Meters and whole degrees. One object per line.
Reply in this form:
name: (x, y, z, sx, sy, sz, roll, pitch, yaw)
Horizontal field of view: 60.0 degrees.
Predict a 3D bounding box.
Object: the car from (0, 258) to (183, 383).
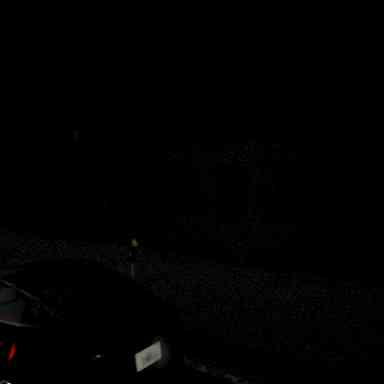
car: (-2.093, 1.559, 4.308, 4.313, 1.339, 1.947, 0, 0, 36)
